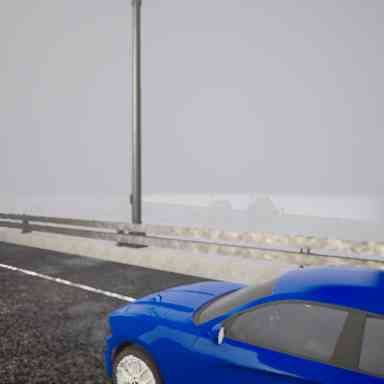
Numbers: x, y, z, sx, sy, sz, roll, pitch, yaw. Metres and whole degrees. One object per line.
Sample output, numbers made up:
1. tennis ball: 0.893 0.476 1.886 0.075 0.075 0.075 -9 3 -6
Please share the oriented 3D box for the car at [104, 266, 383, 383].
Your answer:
1. car: 1.299 1.478 3.074 5.008 1.535 1.882 0 0 36
